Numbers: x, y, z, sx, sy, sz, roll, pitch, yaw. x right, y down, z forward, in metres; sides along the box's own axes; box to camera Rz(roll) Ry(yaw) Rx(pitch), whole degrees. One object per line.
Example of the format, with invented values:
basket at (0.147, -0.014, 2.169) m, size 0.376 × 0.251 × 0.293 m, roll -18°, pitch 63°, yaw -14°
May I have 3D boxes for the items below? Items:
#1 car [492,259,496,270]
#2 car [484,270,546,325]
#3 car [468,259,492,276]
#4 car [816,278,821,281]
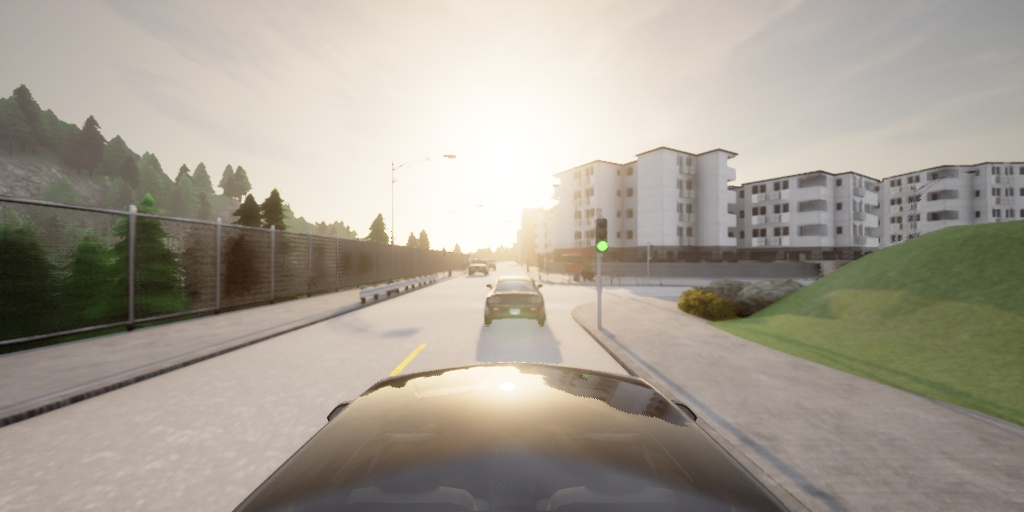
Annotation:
car at (-4.020, 1.535, 64.407) m, size 2.150 × 2.045 × 5.566 m, roll 0°, pitch -1°, yaw 0°
car at (0.087, 1.369, 12.061) m, size 1.812 × 1.442 × 4.674 m, roll 0°, pitch -1°, yaw 0°
car at (-4.101, 1.350, 44.671) m, size 2.150 × 2.045 × 5.566 m, roll 0°, pitch 0°, yaw 0°
car at (20.376, 1.519, 20.380) m, size 4.718 × 1.301 × 1.895 m, roll 0°, pitch -1°, yaw 0°
